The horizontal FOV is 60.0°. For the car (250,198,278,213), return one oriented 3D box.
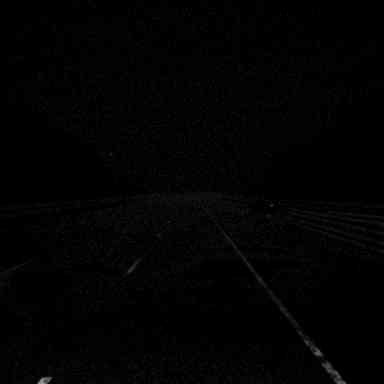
[{"bbox_3d":[8.111,1.480,37.630,2.033,1.649,4.856,0,0,-10],"label":"car"}]
